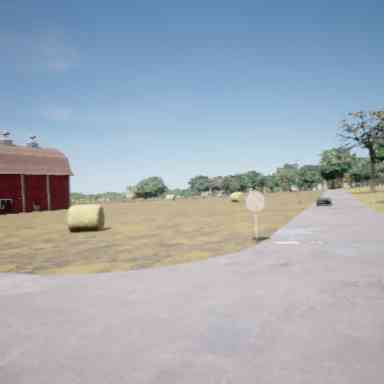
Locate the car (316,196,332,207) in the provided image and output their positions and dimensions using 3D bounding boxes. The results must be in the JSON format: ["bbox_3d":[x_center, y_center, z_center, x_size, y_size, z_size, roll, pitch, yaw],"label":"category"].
[{"bbox_3d":[17.219,1.156,43.450,1.895,1.301,4.718,-4,0,23],"label":"car"}]
